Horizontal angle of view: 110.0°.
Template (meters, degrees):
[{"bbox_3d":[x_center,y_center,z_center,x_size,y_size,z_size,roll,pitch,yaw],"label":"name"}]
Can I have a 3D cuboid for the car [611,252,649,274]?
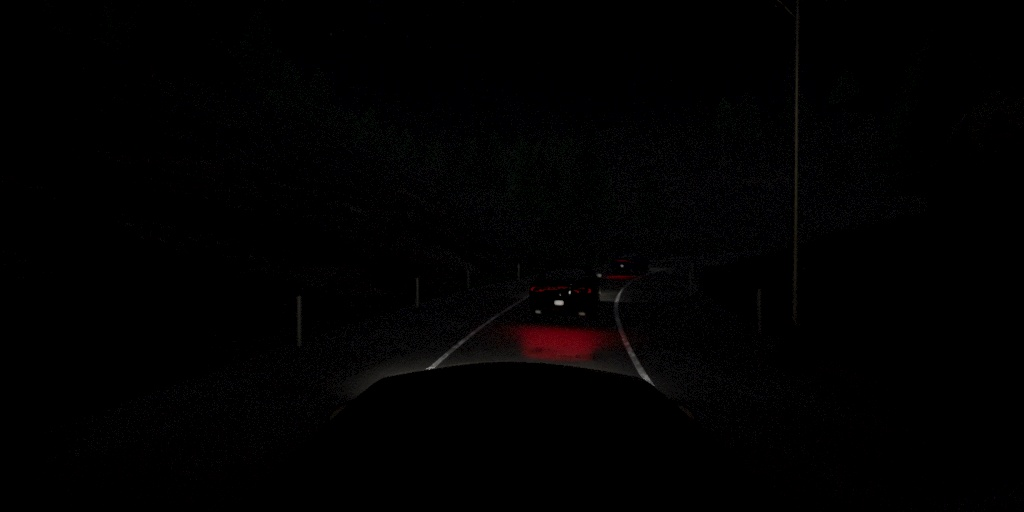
[{"bbox_3d":[9.103,0.463,27.449,1.882,1.535,5.008,0,2,32],"label":"car"}]

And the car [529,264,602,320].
[{"bbox_3d":[1.870,1.002,11.786,1.882,1.535,5.008,0,2,15],"label":"car"}]
